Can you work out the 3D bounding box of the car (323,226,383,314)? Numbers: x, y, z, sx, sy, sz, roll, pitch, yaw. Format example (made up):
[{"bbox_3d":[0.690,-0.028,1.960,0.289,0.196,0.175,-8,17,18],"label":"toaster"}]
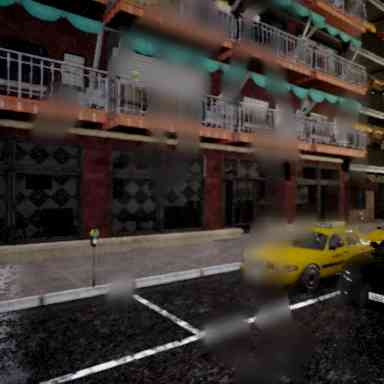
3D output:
[{"bbox_3d":[5.115,1.492,7.014,5.008,1.535,1.882,0,0,-36],"label":"car"}]

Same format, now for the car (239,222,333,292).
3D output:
[{"bbox_3d":[3.415,1.540,8.991,4.829,1.417,1.752,0,0,-36],"label":"car"}]
